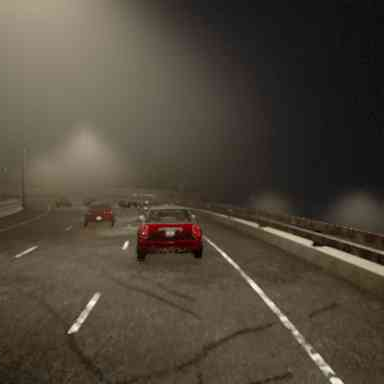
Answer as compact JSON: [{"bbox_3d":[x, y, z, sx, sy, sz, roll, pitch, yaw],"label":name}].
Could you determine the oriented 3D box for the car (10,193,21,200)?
[{"bbox_3d":[-41.581,1.071,77.705,4.892,1.490,1.837,0,1,42],"label":"car"}]

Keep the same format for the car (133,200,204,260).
[{"bbox_3d":[-0.886,1.257,12.221,2.097,1.767,4.553,0,0,-6],"label":"car"}]

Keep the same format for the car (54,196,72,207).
[{"bbox_3d":[-17.679,1.243,45.499,1.812,1.442,4.674,0,0,-26],"label":"car"}]

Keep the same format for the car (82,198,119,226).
[{"bbox_3d":[-6.030,1.375,22.176,1.812,1.442,4.674,0,1,-11],"label":"car"}]

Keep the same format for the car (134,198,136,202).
[{"bbox_3d":[-2.935,1.365,24.479,2.033,1.411,5.357,0,0,-12],"label":"car"}]

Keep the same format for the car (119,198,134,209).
[{"bbox_3d":[-7.582,1.318,39.747,1.895,1.301,4.718,0,0,-20],"label":"car"}]

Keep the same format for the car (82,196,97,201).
[{"bbox_3d":[-13.993,1.223,45.902,1.812,1.442,4.674,0,0,-25],"label":"car"}]
